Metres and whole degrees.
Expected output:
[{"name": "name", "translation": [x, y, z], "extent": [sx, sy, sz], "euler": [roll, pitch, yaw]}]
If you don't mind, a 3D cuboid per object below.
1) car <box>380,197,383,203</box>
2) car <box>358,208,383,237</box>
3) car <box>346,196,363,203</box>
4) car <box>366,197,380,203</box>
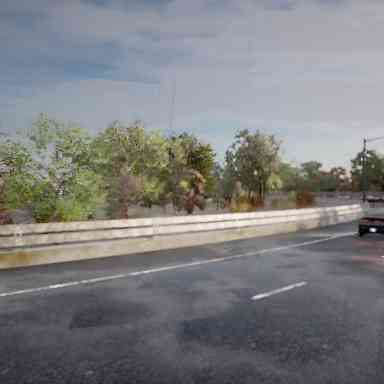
[{"name": "car", "translation": [46.491, 2.016, 80.811], "extent": [2.033, 1.411, 5.357], "euler": [0, 0, 4]}, {"name": "car", "translation": [10.707, 1.646, 18.272], "extent": [1.837, 1.490, 4.892], "euler": [0, 0, 44]}, {"name": "car", "translation": [39.521, 1.803, 81.435], "extent": [2.097, 1.767, 4.553], "euler": [0, 0, 4]}, {"name": "car", "translation": [43.007, 1.962, 81.138], "extent": [1.837, 1.490, 4.892], "euler": [0, 0, 4]}]
